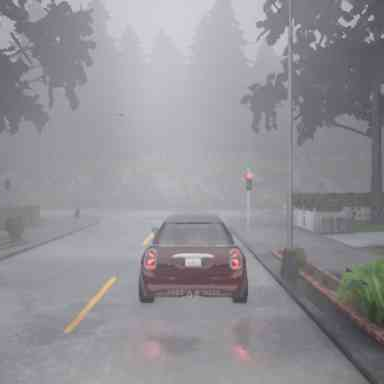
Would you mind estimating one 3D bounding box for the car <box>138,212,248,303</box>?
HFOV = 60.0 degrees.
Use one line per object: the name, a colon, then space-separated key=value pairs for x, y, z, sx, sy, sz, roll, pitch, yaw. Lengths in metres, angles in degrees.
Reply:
car: x=0.037 y=1.280 z=8.180 sx=2.097 sy=1.767 sz=4.553 roll=0 pitch=0 yaw=0
